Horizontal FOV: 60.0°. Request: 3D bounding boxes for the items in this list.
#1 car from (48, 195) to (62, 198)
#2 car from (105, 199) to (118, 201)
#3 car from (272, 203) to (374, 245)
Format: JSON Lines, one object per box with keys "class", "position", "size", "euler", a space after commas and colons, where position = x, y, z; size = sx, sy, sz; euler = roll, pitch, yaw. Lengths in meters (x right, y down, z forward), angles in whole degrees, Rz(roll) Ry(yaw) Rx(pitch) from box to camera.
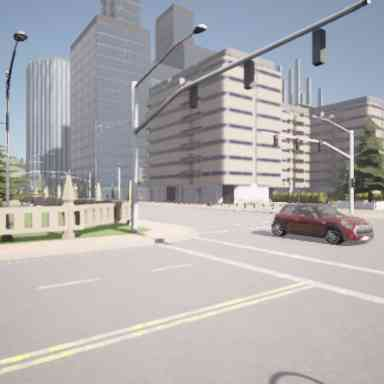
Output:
{"class": "car", "position": [-23.519, 1.313, 56.985], "size": [2.097, 1.767, 4.553], "euler": [0, 0, -36]}
{"class": "car", "position": [-8.834, 1.542, 36.575], "size": [1.812, 1.442, 4.674], "euler": [0, 0, -36]}
{"class": "car", "position": [6.011, 1.337, 15.721], "size": [2.097, 1.767, 4.553], "euler": [0, 0, -34]}
